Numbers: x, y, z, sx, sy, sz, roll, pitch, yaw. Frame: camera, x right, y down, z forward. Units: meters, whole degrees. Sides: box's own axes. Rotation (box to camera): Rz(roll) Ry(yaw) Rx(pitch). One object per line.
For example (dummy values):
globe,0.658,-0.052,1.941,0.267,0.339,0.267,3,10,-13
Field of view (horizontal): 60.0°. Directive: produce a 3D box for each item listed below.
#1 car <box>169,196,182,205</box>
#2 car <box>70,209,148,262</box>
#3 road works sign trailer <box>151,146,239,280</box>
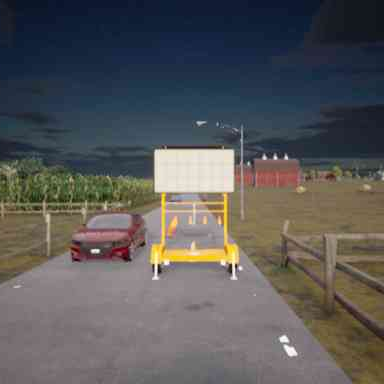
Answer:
car,-2.669,1.346,54.927,1.882,1.535,5.008,0,0,0
car,-2.813,1.451,12.196,1.882,1.535,5.008,0,0,0
road works sign trailer,0.068,0.443,9.891,2.380,3.560,2.880,0,0,0
